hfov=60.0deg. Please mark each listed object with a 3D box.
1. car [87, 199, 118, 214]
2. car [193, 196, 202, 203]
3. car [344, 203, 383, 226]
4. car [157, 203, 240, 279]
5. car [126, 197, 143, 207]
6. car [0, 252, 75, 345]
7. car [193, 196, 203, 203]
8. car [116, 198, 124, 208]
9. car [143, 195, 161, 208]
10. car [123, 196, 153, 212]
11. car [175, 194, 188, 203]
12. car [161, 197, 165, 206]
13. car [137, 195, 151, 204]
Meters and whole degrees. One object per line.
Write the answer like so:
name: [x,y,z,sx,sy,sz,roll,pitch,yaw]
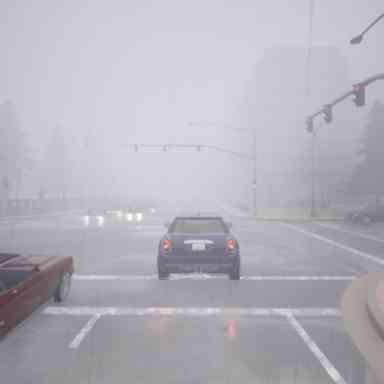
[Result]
car: [-9.788,1.658,35.886,1.895,1.301,4.718,0,0,1]
car: [1.289,1.597,75.980,1.882,1.535,5.008,0,0,1]
car: [13.360,1.544,23.465,4.892,1.490,1.837,0,0,2]
car: [0.201,1.367,10.219,2.097,1.767,4.553,0,0,1]
car: [-9.522,1.593,55.290,1.837,1.490,4.892,0,0,1]
car: [-3.459,1.609,5.281,1.895,1.301,4.718,0,0,-1]
car: [1.186,1.671,67.269,1.994,1.385,4.181,0,0,1]
car: [-9.671,1.563,45.197,2.128,1.511,4.902,0,0,1]
car: [-6.125,1.555,48.611,1.882,1.535,5.008,0,0,1]
car: [-6.247,1.554,39.246,2.128,1.511,4.902,0,0,1]
car: [-2.326,1.632,66.314,1.812,1.442,4.674,0,0,1]
car: [-5.951,1.572,58.917,1.882,1.535,5.008,0,0,1]
car: [-9.337,1.456,65.454,2.097,1.767,4.553,0,0,1]
